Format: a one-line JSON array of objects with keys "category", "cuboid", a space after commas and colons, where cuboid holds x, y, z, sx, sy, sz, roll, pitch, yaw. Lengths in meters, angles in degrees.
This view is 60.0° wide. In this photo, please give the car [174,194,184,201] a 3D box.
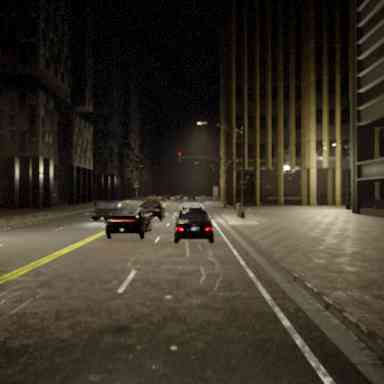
[{"category": "car", "cuboid": [-3.329, 1.347, 82.252, 2.128, 1.511, 4.902, 0, 0, 0]}]

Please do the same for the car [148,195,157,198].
[{"category": "car", "cuboid": [-9.831, 1.362, 82.890, 1.882, 1.535, 5.008, 0, 0, 0]}]

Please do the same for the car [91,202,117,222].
[{"category": "car", "cuboid": [-6.568, 1.559, 27.097, 2.033, 1.411, 5.357, 0, 0, 0]}]

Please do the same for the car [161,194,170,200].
[{"category": "car", "cuboid": [-6.581, 1.238, 82.923, 2.097, 1.767, 4.553, 0, 0, 0]}]

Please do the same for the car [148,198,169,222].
[{"category": "car", "cuboid": [-3.176, 1.488, 26.823, 1.882, 1.535, 5.008, 0, 0, 0]}]

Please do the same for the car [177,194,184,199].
[{"category": "car", "cuboid": [-3.342, 1.274, 94.786, 1.895, 1.301, 4.718, 0, 0, 0]}]

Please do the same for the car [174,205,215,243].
[{"category": "car", "cuboid": [0.086, 1.562, 16.192, 2.033, 1.411, 5.357, 0, 0, 0]}]

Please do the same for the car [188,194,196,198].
[{"category": "car", "cuboid": [-0.079, 1.321, 82.255, 1.837, 1.490, 4.892, 0, 0, 0]}]

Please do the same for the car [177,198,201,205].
[{"category": "car", "cuboid": [-0.023, 1.502, 25.936, 2.128, 1.511, 4.902, 0, 0, 0]}]

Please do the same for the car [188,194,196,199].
[{"category": "car", "cuboid": [-0.092, 1.203, 94.759, 2.128, 1.511, 4.902, 0, 0, 0]}]

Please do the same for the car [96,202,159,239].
[{"category": "car", "cuboid": [-3.165, 1.507, 17.447, 2.128, 1.511, 4.902, 0, 0, 0]}]
